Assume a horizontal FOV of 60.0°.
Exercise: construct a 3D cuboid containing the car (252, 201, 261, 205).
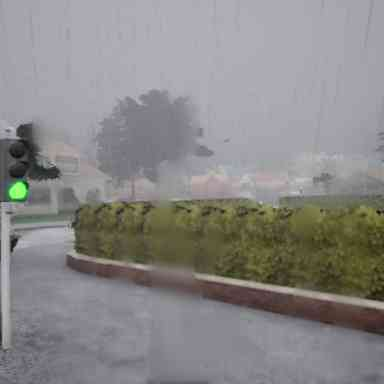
[{"bbox_3d":[6.788,1.700,36.600,2.128,1.511,4.902,-1,-1,36],"label":"car"}]
